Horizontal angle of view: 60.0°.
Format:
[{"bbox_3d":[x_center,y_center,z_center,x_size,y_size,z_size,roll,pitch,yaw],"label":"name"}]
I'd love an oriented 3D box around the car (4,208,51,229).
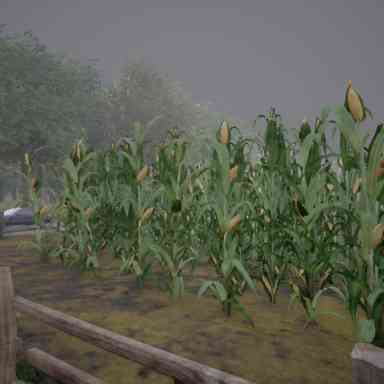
[{"bbox_3d":[-12.529,1.860,24.051,1.812,1.442,4.674,0,-1,34],"label":"car"}]
